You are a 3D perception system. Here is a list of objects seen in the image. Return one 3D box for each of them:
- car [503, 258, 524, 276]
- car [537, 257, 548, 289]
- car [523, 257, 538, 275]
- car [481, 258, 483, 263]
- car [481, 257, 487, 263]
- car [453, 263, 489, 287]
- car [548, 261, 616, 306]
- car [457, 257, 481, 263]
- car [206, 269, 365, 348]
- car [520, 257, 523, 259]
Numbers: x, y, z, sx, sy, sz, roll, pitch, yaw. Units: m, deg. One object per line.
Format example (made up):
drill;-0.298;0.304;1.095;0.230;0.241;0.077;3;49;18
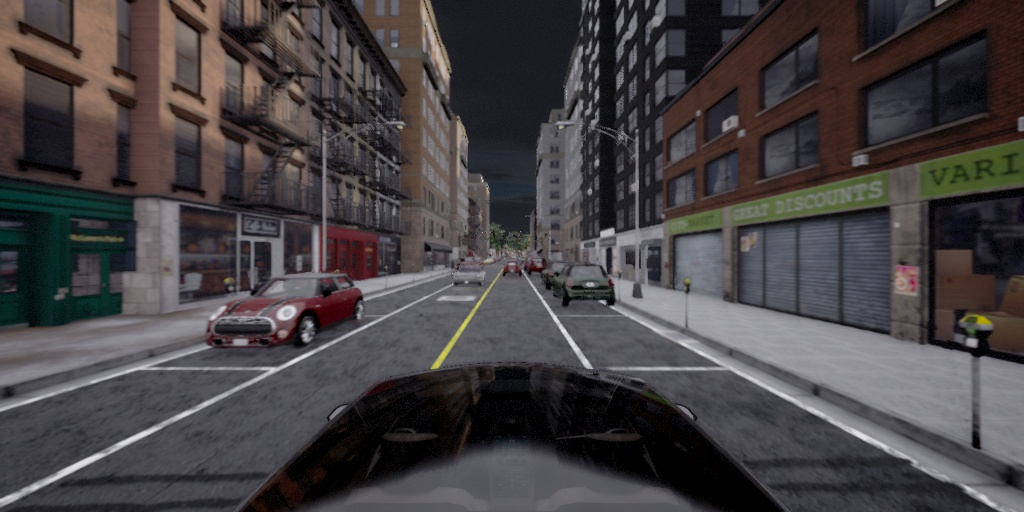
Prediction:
car;0.042;1.250;36.603;1.812;1.442;4.674;0;0;1
car;2.989;1.088;22.825;2.097;1.767;4.553;0;0;0
car;2.640;1.038;37.505;2.192;1.841;5.009;0;0;0
car;-5.397;1.239;48.695;1.751;1.417;4.829;0;0;0
car;-5.398;1.023;54.544;2.192;1.841;5.009;0;0;0
car;-2.848;1.335;24.727;1.895;1.301;4.718;0;0;0
car;2.989;1.093;15.825;2.097;1.767;4.553;0;0;0
car;-5.397;1.034;43.187;2.192;1.841;5.009;0;0;0
car;-5.393;1.185;9.117;1.967;1.591;4.097;0;0;0
car;2.640;1.028;48.863;2.192;1.841;5.009;0;0;0
